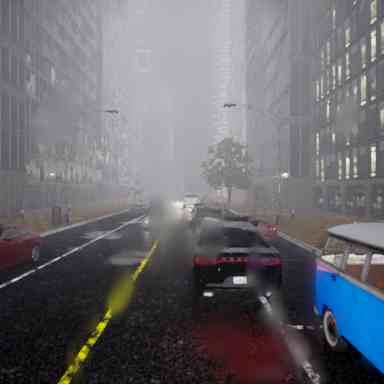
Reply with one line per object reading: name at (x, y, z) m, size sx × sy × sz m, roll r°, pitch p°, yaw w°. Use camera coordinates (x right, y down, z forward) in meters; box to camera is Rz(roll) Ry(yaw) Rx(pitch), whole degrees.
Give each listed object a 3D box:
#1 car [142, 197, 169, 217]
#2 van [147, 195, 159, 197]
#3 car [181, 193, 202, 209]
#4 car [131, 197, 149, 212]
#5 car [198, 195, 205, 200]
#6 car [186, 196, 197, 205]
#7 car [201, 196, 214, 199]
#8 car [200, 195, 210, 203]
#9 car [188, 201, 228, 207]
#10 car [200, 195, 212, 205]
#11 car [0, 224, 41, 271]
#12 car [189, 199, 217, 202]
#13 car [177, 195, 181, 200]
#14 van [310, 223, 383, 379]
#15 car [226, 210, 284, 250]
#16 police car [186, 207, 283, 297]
car at (-3.161, 1.502, 30.980) m, size 1.837 × 1.490 × 4.892 m, roll 0°, pitch 0°, yaw 0°
van at (-5.787, 1.326, 49.119) m, size 1.690 × 1.788 × 3.998 m, roll 0°, pitch 0°, yaw 0°
car at (-0.084, 1.211, 45.806) m, size 2.150 × 2.045 × 5.566 m, roll 0°, pitch 0°, yaw 0°
car at (-5.765, 1.546, 37.734) m, size 2.008 × 1.369 × 4.403 m, roll 0°, pitch 0°, yaw 0°
car at (2.515, 1.459, 88.980) m, size 1.887 × 1.381 × 4.507 m, roll 0°, pitch 0°, yaw 0°
car at (-0.120, 1.494, 60.184) m, size 1.812 × 1.442 × 4.674 m, roll 0°, pitch 0°, yaw 0°
car at (2.605, 1.542, 43.440) m, size 2.008 × 1.369 × 4.403 m, roll 0°, pitch 0°, yaw 0°
car at (2.560, 1.398, 66.209) m, size 1.967 × 1.590 × 4.097 m, roll 0°, pitch 0°, yaw 0°
car at (0.862, 1.504, 18.608) m, size 1.837 × 1.490 × 4.892 m, roll 0°, pitch 0°, yaw 0°
car at (2.571, 1.408, 60.517) m, size 1.967 × 1.590 × 4.097 m, roll 0°, pitch 0°, yaw 0°
car at (-5.709, 1.581, 9.271) m, size 1.802 × 1.307 × 4.206 m, roll 0°, pitch 0°, yaw 0°
car at (0.851, 1.503, 24.609) m, size 1.837 × 1.490 × 4.892 m, roll 0°, pitch 0°, yaw 0°
car at (-3.187, 1.450, 93.867) m, size 2.033 × 1.411 × 5.357 m, roll 0°, pitch 0°, yaw 0°
van at (2.683, 1.341, 3.593) m, size 1.690 × 1.788 × 3.998 m, roll 0°, pitch 0°, yaw 0°
car at (2.661, 1.581, 14.977) m, size 1.802 × 1.307 × 4.206 m, roll 0°, pitch 0°, yaw 0°
police car at (0.883, 1.425, 8.718) m, size 1.930 × 1.638 × 5.238 m, roll 0°, pitch 0°, yaw 0°
